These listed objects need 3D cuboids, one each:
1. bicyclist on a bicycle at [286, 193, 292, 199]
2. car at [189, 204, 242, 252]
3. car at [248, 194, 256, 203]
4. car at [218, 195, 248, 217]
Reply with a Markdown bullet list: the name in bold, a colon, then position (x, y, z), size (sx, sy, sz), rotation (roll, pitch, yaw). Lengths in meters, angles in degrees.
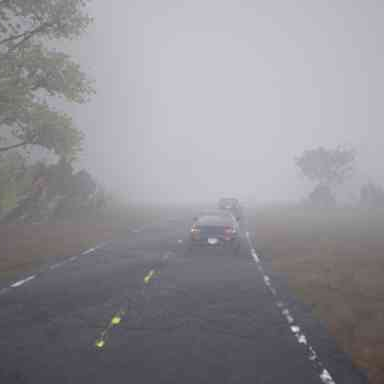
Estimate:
- **bicyclist on a bicycle**: position (24.098, 1.028, 83.990), size (0.866, 1.612, 1.509), rotation (0, 0, 22)
- **car**: position (0.977, 1.450, 13.453), size (1.812, 1.442, 4.674), rotation (0, 1, 7)
- **car**: position (10.060, 1.197, 58.974), size (2.128, 1.511, 4.902), rotation (0, 0, 22)
- **car**: position (3.209, 1.204, 27.365), size (2.097, 1.767, 4.553), rotation (0, 0, 13)
